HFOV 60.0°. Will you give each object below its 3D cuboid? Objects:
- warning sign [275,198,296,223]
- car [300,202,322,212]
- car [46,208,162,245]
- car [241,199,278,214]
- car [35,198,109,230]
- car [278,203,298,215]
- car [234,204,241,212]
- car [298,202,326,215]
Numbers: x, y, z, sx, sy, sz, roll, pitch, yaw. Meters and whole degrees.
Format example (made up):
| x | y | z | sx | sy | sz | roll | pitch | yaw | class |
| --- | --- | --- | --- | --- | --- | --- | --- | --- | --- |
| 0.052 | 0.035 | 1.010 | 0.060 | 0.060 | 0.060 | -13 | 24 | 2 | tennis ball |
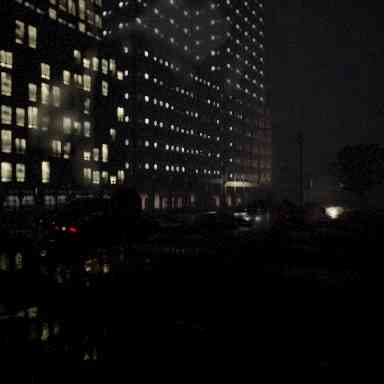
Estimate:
| x | y | z | sx | sy | sz | roll | pitch | yaw | class |
| --- | --- | --- | --- | --- | --- | --- | --- | --- | --- |
| 7.568 | 1.474 | 26.831 | 1.300 | 1.860 | 1.060 | 1 | 0 | 36 | warning sign |
| 18.954 | 2.335 | 52.775 | 1.882 | 1.535 | 5.008 | -1 | -1 | 36 | car |
| -3.940 | 1.685 | 16.351 | 2.033 | 1.411 | 5.357 | -1 | -1 | 40 | car |
| 9.266 | 1.915 | 45.129 | 2.150 | 2.045 | 5.566 | -1 | -2 | 37 | car |
| -7.476 | 1.453 | 22.284 | 2.150 | 2.045 | 5.566 | -1 | -1 | 36 | car |
| 12.995 | 2.170 | 44.544 | 1.882 | 1.535 | 5.008 | -1 | -1 | 37 | car |
| 7.887 | 2.316 | 48.720 | 1.994 | 1.385 | 4.181 | -1 | -1 | 37 | car |
| 15.647 | 2.193 | 42.664 | 1.812 | 1.442 | 4.674 | -1 | -1 | 37 | car |
